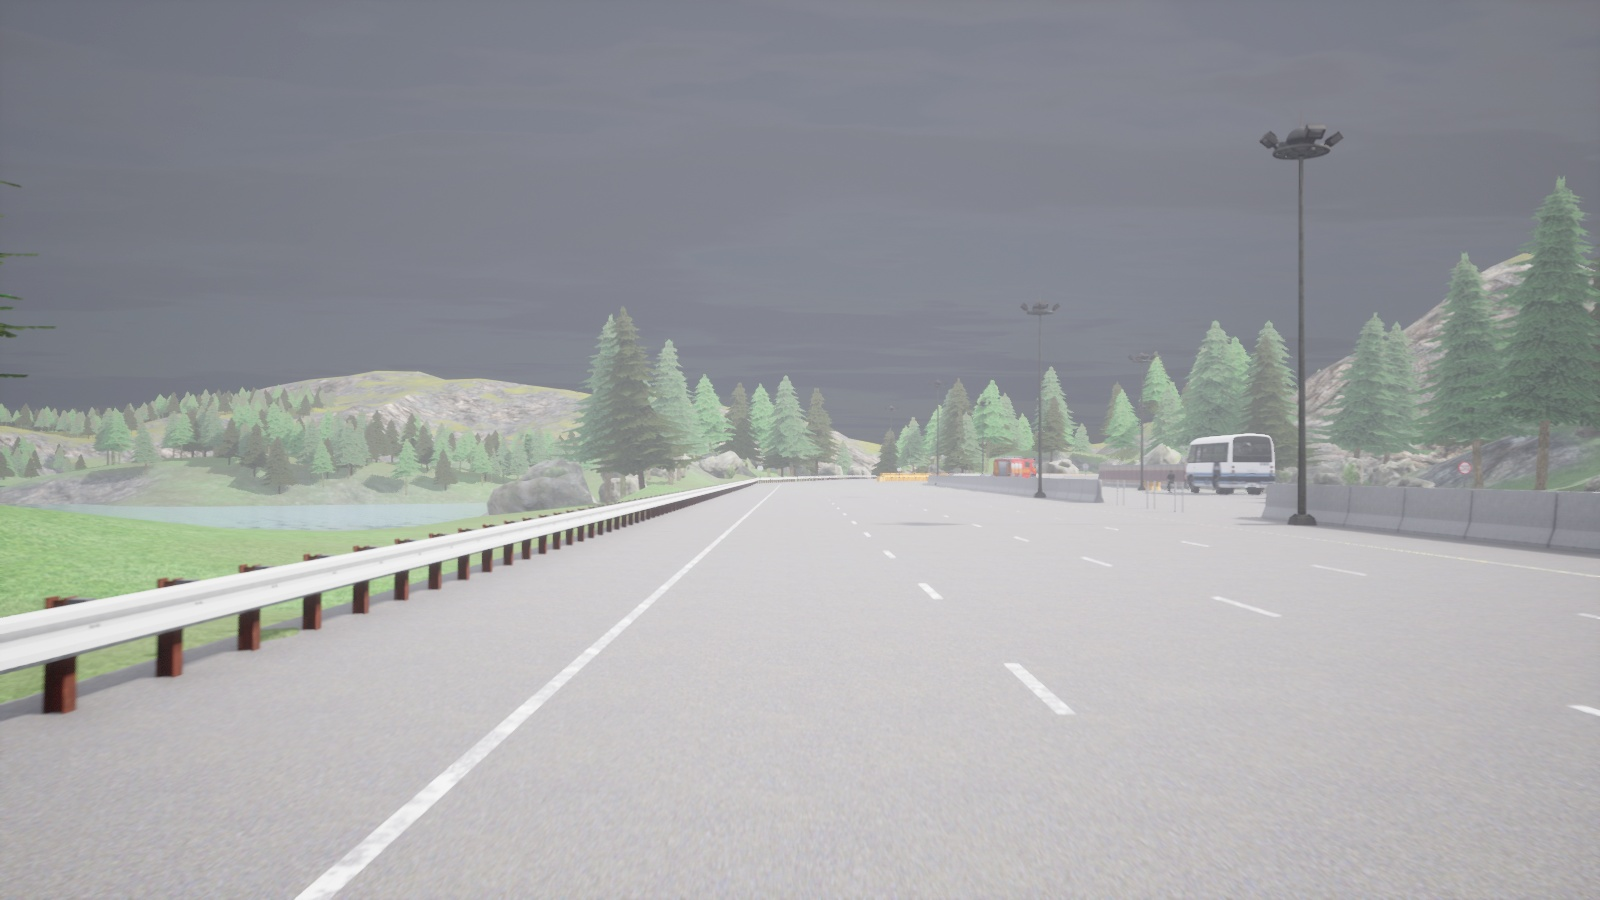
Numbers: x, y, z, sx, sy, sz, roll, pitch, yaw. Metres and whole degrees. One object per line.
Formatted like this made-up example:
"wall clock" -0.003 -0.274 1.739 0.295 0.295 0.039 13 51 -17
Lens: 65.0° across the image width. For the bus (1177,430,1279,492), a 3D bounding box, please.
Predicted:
"bus" 31.276 0.859 92.344 3.944 4.253 10.273 0 -1 0
